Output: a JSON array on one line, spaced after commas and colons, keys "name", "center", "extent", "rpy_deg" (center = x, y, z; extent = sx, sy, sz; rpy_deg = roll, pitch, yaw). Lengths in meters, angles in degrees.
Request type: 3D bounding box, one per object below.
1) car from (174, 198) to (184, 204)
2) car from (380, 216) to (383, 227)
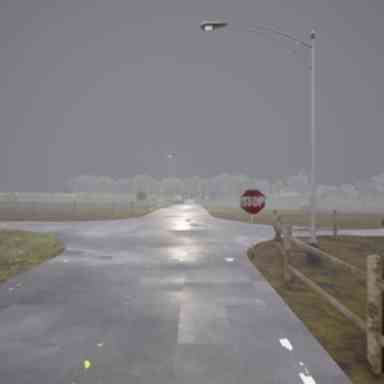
[{"name": "car", "center": [-2.747, 1.968, 71.746], "extent": [1.994, 1.385, 4.181], "rpy_deg": [0, -2, 0]}, {"name": "car", "center": [13.928, 1.751, 19.799], "extent": [4.892, 1.490, 1.837], "rpy_deg": [1, -2, 0]}]
